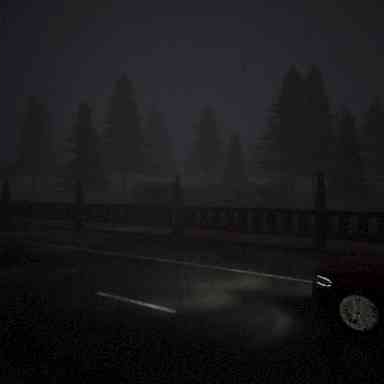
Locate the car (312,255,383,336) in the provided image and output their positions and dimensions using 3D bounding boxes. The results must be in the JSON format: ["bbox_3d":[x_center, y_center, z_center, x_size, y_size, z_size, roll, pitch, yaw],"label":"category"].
[{"bbox_3d":[4.424,1.465,4.960,5.008,1.535,1.882,0,0,36],"label":"car"}]
